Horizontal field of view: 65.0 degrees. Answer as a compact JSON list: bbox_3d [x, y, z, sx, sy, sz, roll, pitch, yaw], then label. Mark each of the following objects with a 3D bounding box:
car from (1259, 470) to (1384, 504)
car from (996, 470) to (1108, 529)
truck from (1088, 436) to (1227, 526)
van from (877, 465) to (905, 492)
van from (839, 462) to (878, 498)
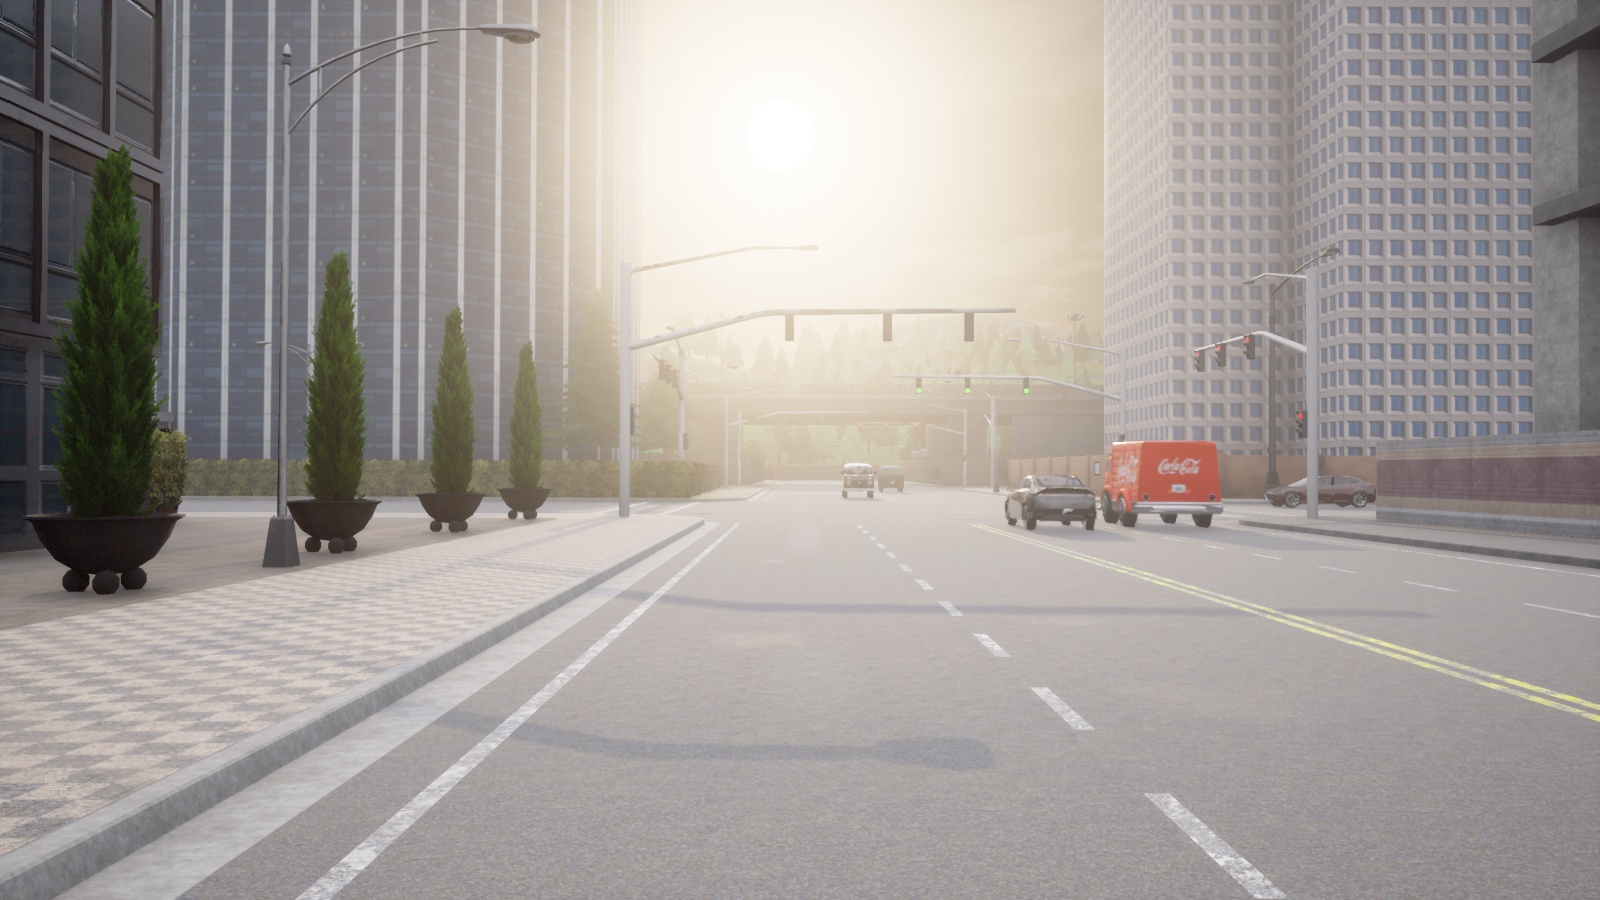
[{"bbox_3d":[23.678,1.676,57.119,4.792,1.488,2.163,0,-1,0],"label":"car"},{"bbox_3d":[6.943,1.331,35.114,2.128,1.511,4.902,0,-1,0],"label":"car"},{"bbox_3d":[10.440,0.908,37.175,2.627,2.467,5.204,0,-1,0],"label":"truck"},{"bbox_3d":[6.849,2.127,94.728,1.775,1.987,4.442,0,-1,0],"label":"van"},{"bbox_3d":[3.382,1.758,73.672,2.069,2.038,4.480,0,-1,0],"label":"van"}]
